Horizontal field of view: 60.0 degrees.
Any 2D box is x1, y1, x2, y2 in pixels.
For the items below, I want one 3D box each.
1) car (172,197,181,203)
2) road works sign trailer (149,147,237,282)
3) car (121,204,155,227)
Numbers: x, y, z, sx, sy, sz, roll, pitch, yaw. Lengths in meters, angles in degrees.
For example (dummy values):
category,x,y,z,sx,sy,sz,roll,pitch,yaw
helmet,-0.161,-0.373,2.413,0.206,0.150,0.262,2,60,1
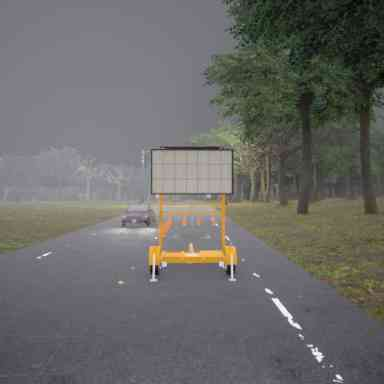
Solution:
category,x,y,z,sx,sy,sz,roll,pitch,yaw
car,-3.596,1.943,79.006,1.994,1.385,4.181,0,-1,0
road works sign trailer,0.000,0.473,9.822,2.380,3.560,2.880,0,0,-1
car,-3.627,1.554,23.137,1.812,1.442,4.674,0,0,0
